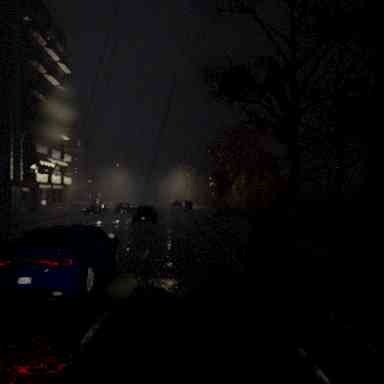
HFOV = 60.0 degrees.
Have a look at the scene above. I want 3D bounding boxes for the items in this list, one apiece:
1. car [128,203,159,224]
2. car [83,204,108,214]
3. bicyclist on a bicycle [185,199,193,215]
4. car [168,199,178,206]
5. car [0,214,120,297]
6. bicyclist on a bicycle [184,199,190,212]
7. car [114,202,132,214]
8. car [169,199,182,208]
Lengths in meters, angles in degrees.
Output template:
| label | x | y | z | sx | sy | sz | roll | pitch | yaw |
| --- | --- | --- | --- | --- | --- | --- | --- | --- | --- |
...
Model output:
| label | x | y | z | sx | sy | sz | roll | pitch | yaw |
| --- | --- | --- | --- | --- | --- | --- | --- | --- | --- |
| car | -3.765 | 1.814 | 27.237 | 1.812 | 1.442 | 4.674 | 0 | -1 | -2 |
| car | -11.000 | 2.009 | 38.090 | 1.895 | 1.301 | 4.718 | 0 | -1 | -3 |
| bicyclist on a bicycle | -0.162 | 1.750 | 36.615 | 0.659 | 1.776 | 1.843 | 0 | 0 | -3 |
| car | -4.333 | 2.370 | 76.109 | 1.895 | 1.301 | 4.718 | 0 | -1 | -7 |
| car | -3.244 | 1.575 | 8.873 | 1.882 | 1.535 | 5.008 | 0 | -1 | -1 |
| bicyclist on a bicycle | -0.717 | 1.843 | 45.673 | 0.659 | 1.776 | 1.843 | 0 | 0 | -4 |
| car | -7.786 | 1.903 | 38.790 | 2.128 | 1.511 | 4.902 | 0 | -1 | -3 |
| car | -2.836 | 2.135 | 61.373 | 1.837 | 1.490 | 4.892 | 0 | -1 | -5 |
